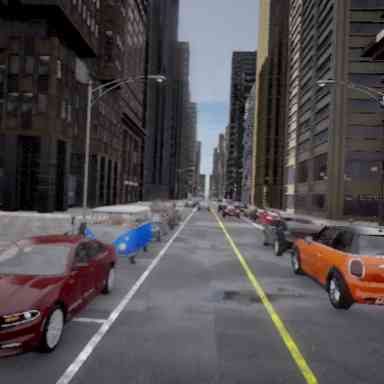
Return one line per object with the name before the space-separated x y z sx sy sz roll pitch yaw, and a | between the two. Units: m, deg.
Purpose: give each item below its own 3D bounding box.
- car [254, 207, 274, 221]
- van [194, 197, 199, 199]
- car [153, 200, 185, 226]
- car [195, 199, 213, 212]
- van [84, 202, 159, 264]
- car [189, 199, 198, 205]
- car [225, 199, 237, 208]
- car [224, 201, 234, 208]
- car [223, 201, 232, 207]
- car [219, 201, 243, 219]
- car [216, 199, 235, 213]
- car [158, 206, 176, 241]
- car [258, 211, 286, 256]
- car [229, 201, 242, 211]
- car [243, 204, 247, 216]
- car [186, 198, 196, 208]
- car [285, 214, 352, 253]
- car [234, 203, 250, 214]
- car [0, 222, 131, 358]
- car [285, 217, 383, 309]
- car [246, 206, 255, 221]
car | 6.723 2.204 28.264 1.802 1.307 4.206 2 -1 2
van | -0.035 2.236 73.498 1.690 1.788 3.998 2 -1 2
car | -1.995 1.505 22.976 2.192 1.841 5.009 2 -1 2
car | 1.793 2.200 49.624 1.812 1.442 4.674 2 -1 2
van | -2.433 1.379 11.748 1.690 1.788 3.998 2 -1 2
car | 0.391 2.620 84.722 1.947 1.339 4.313 2 -1 2
car | 8.478 2.566 73.179 2.192 1.841 5.009 2 -1 2
car | 8.685 2.896 78.790 1.947 1.339 4.313 2 -1 2
car | 8.904 2.961 84.404 2.008 1.369 4.403 2 -1 2
car | 4.365 2.159 37.529 1.812 1.442 4.674 2 -1 3
car | 4.775 2.272 49.104 1.882 1.535 5.008 2 -1 2
car | -2.223 1.664 17.359 2.008 1.369 4.403 2 -1 2
car | 4.334 1.864 14.623 1.837 1.490 4.892 2 -1 2
car | 8.037 2.532 61.949 1.967 1.590 4.097 2 -1 2
car | 7.168 2.303 39.662 1.752 1.417 4.829 2 -1 2
car | -0.481 2.318 62.268 1.802 1.307 4.206 2 -1 2
car | 6.296 1.997 17.206 1.752 1.417 4.829 2 -1 2
car | 7.595 2.499 50.720 1.947 1.339 4.313 2 -1 2
car | -2.659 1.506 6.132 1.887 1.381 4.507 2 -1 2
car | 4.106 1.628 8.599 2.097 1.767 4.553 2 -1 2
car | 6.941 2.280 33.877 1.802 1.307 4.206 2 -1 2
